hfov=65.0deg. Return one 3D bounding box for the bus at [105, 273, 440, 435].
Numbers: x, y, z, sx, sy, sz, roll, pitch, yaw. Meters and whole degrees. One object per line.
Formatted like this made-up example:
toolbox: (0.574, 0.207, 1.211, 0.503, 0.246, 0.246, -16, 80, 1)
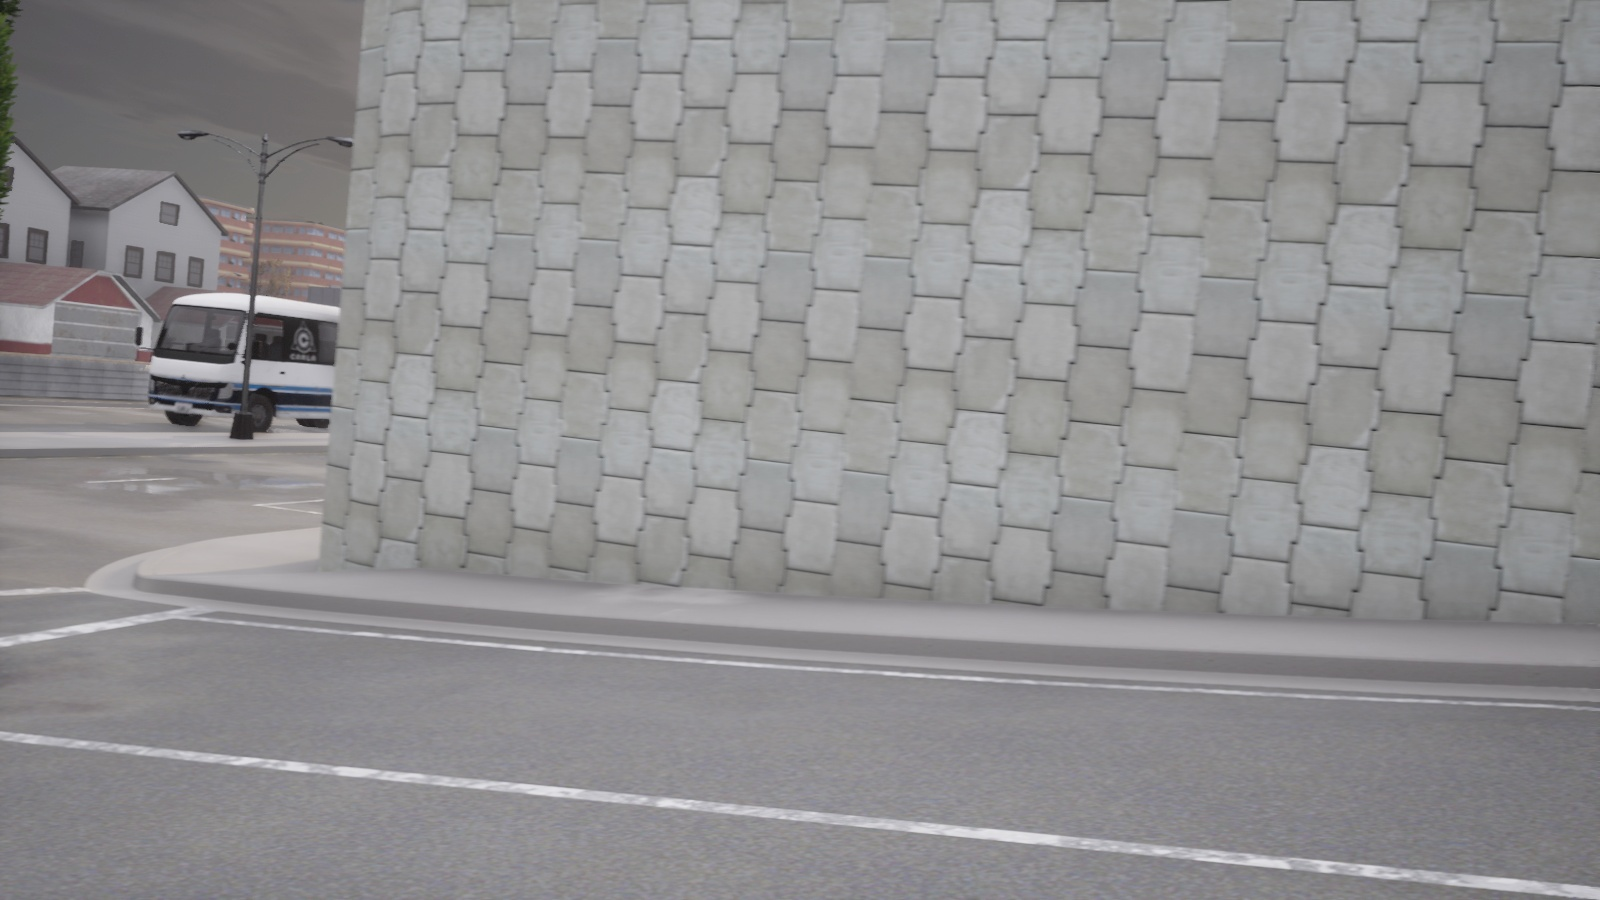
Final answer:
bus: (-16.659, -2.859, 40.962, 3.944, 4.253, 10.273, 7, 3, 18)
